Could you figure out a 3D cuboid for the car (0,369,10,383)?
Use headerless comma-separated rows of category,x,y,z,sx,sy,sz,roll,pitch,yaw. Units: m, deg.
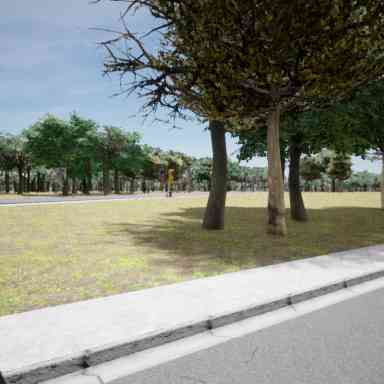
car,-2.812,1.563,1.070,4.181,1.385,1.994,0,0,-36
